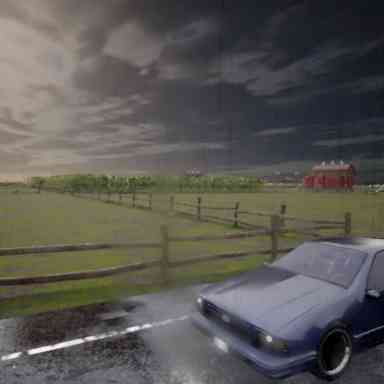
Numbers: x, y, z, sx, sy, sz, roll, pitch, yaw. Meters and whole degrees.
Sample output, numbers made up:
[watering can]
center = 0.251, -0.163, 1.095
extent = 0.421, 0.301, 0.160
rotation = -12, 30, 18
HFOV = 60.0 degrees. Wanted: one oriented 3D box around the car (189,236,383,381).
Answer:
[car]
center = 2.648, 1.487, 5.468
extent = 5.357, 1.411, 2.033
rotation = 0, 1, -31
